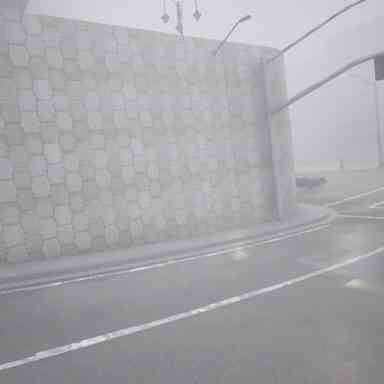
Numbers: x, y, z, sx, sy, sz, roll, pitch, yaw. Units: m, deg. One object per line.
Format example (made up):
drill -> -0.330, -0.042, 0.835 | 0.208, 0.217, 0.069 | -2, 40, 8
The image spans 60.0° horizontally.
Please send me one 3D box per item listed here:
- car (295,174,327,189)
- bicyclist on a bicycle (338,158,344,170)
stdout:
car -> 10.019, -1.006, 30.899 | 1.895, 1.301, 4.718 | -11, 6, -35
bicyclist on a bicycle -> 20.057, -3.807, 44.842 | 1.656, 1.620, 0.582 | -11, 6, -35
